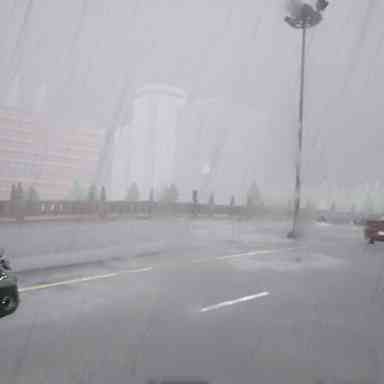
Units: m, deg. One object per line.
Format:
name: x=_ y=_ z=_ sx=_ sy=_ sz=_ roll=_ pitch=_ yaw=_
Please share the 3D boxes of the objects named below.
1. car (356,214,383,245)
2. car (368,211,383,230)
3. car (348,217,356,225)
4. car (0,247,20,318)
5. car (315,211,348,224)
car: x=9.739 y=1.645 z=14.973 sx=5.008 sy=1.535 sz=1.882 roll=3 pitch=-2 yaw=-35
car: x=17.897 y=2.568 z=29.615 sx=5.008 sy=1.535 sz=1.882 roll=4 pitch=-3 yaw=-35
car: x=18.657 y=2.911 z=34.451 sx=4.718 sy=1.301 sz=1.895 roll=4 pitch=-3 yaw=-35
car: x=-5.362 y=1.280 z=4.221 sx=5.566 sy=2.045 sz=2.150 roll=-2 pitch=1 yaw=-35
car: x=15.304 y=2.771 z=36.358 sx=4.181 sy=1.385 sz=1.994 roll=5 pitch=-3 yaw=-35
